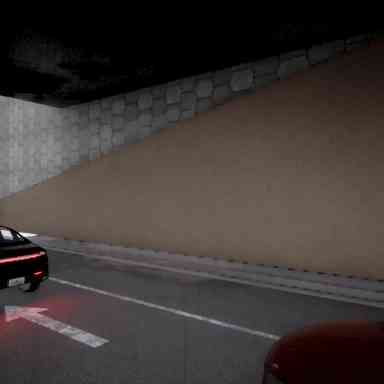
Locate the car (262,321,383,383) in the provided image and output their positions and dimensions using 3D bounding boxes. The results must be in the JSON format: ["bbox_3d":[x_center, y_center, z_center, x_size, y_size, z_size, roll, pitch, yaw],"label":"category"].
[{"bbox_3d":[2.702,1.526,1.957,4.674,1.442,1.812,0,0,36],"label":"car"}]

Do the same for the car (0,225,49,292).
[{"bbox_3d":[-5.305,1.492,7.728,4.902,1.511,2.128,0,0,35],"label":"car"}]
